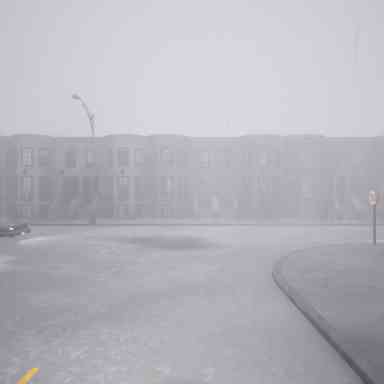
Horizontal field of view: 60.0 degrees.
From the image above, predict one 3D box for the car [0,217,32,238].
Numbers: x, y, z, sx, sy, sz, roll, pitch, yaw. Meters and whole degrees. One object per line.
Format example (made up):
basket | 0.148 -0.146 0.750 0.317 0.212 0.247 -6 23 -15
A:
car | -10.574 1.547 15.710 5.357 1.411 2.033 0 0 2
